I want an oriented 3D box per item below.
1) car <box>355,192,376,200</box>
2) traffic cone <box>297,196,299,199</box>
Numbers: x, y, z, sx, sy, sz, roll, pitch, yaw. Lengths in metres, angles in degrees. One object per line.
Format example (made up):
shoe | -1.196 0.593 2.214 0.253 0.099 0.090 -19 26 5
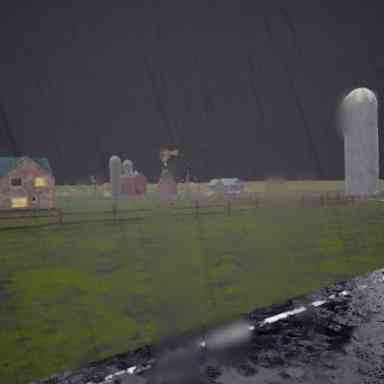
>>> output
car | 31.072 0.668 59.307 1.994 1.385 4.181 -2 0 -9
traffic cone | 23.986 1.193 75.462 0.340 0.580 0.340 -2 0 -31
